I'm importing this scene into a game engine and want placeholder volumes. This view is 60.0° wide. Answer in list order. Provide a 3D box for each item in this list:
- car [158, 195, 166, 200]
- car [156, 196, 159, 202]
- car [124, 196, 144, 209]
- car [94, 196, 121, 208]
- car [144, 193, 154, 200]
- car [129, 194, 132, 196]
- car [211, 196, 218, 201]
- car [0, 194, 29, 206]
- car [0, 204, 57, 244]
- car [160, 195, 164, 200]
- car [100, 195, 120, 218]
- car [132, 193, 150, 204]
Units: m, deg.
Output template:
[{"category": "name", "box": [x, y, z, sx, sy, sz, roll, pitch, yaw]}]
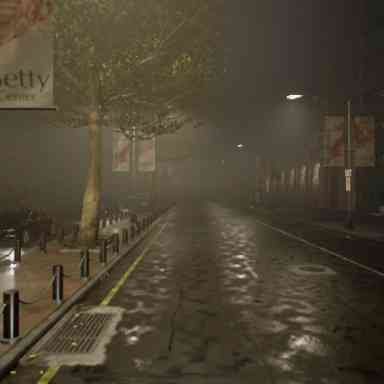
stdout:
[{"category": "car", "box": [-8.448, 1.471, 93.408, 1.812, 1.442, 4.674, 0, 0, 0]}, {"category": "car", "box": [-8.331, 1.612, 68.666, 2.128, 1.511, 4.902, 0, 0, 0]}, {"category": "car", "box": [-8.316, 1.608, 47.054, 1.812, 1.442, 4.674, 0, 0, 0]}, {"category": "car", "box": [-12.675, 1.440, 50.382, 2.097, 1.767, 4.553, 0, 0, 12]}, {"category": "car", "box": [-11.945, 1.208, 92.913, 2.150, 2.045, 5.566, 0, 0, 0]}, {"category": "car", "box": [-11.831, 1.341, 67.294, 2.150, 2.045, 5.566, 0, 0, 0]}, {"category": "car", "box": [6.299, 1.758, 94.036, 1.895, 1.301, 4.718, 0, 0, 0]}, {"category": "car", "box": [-23.491, 1.297, 41.765, 5.566, 2.045, 2.150, 0, 0, -7]}, {"category": "car", "box": [-8.172, 1.534, 16.020, 1.837, 1.490, 4.892, 0, 0, 0]}, {"category": "car", "box": [-8.377, 1.661, 78.799, 1.812, 1.442, 4.674, 0, 0, 0]}, {"category": "car", "box": [-8.243, 1.278, 30.817, 2.150, 2.045, 5.566, 0, 0, 0]}, {"category": "car", "box": [-8.354, 1.323, 57.371, 2.150, 2.045, 5.566, 0, 0, 0]}]
